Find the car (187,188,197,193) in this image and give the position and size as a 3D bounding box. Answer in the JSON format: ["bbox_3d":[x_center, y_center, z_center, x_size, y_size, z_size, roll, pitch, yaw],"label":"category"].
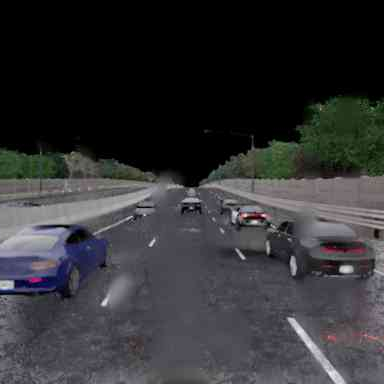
[{"bbox_3d":[0.084,0.568,56.285,2.128,1.511,4.902,0,2,0],"label":"car"}]

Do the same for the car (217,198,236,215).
[{"bbox_3d":[3.498,1.363,31.943,1.837,1.490,4.892,0,1,0],"label":"car"}]

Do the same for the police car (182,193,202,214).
[{"bbox_3d":[-0.033,1.245,33.971,1.930,1.638,5.238,0,1,0],"label":"police car"}]

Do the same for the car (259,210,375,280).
[{"bbox_3d":[3.499,1.510,9.954,1.837,1.490,4.892,0,0,0],"label":"car"}]

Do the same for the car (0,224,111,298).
[{"bbox_3d":[-3.401,1.530,8.368,1.812,1.442,4.674,0,0,0],"label":"car"}]

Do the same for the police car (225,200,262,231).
[{"bbox_3d":[3.498,1.496,20.953,2.038,1.542,4.974,0,0,0],"label":"police car"}]

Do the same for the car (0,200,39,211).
[{"bbox_3d":[-14.101,1.430,26.838,2.128,1.511,4.902,0,1,0],"label":"car"}]

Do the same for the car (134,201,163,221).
[{"bbox_3d":[-3.402,1.435,26.408,2.128,1.511,4.902,0,1,0],"label":"car"}]

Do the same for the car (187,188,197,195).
[{"bbox_3d":[-0.005,-0.116,74.469,1.994,1.385,4.181,0,2,0],"label":"car"}]
